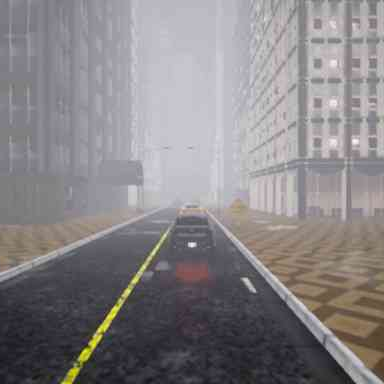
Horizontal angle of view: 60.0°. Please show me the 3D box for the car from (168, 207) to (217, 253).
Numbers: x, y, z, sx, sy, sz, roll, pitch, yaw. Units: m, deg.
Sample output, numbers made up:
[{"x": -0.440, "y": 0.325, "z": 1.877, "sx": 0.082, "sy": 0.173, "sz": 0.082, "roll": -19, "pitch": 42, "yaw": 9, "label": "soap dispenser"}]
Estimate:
[{"x": 0.005, "y": 1.644, "z": 14.313, "sx": 1.837, "sy": 1.490, "sz": 4.892, "roll": 0, "pitch": 0, "yaw": 0, "label": "car"}]

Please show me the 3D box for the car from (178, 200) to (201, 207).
[{"x": 0.007, "y": 1.764, "z": 29.479, "sx": 1.882, "sy": 1.535, "sz": 5.008, "roll": 0, "pitch": 0, "yaw": 0, "label": "car"}]

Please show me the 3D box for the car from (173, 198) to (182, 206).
[{"x": -2.998, "y": 2.080, "z": 71.020, "sx": 2.097, "sy": 1.767, "sz": 4.553, "roll": 0, "pitch": -1, "yaw": 0, "label": "car"}]

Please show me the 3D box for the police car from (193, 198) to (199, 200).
[{"x": 1.053, "y": 2.253, "z": 79.813, "sx": 1.930, "sy": 1.638, "sz": 5.238, "roll": 0, "pitch": -1, "yaw": 0, "label": "police car"}]

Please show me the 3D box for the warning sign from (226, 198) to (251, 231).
[{"x": 2.730, "y": 1.303, "z": 19.688, "sx": 1.300, "sy": 1.860, "sz": 1.060, "roll": 1, "pitch": 0, "yaw": 0, "label": "warning sign"}]
